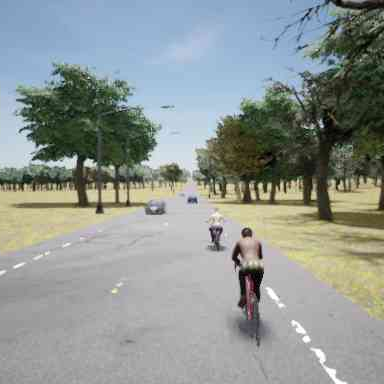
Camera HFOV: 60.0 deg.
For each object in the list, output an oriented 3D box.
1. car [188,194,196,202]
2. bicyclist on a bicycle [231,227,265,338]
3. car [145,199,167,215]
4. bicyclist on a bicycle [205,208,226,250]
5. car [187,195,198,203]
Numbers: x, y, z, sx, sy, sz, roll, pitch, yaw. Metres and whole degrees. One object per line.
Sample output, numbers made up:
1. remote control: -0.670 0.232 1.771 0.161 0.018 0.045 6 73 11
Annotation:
1. car: -0.012 1.351 75.890 1.882 1.535 5.008 0 0 0
2. bicyclist on a bicycle: 0.962 1.444 5.662 0.582 1.620 1.656 0 0 0
3. car: -3.604 1.452 33.680 2.128 1.511 4.902 0 0 0
4. bicyclist on a bicycle: 0.965 1.416 13.240 0.866 1.612 1.509 0 0 0
5. car: 0.089 1.398 65.237 1.882 1.535 5.008 0 0 0
